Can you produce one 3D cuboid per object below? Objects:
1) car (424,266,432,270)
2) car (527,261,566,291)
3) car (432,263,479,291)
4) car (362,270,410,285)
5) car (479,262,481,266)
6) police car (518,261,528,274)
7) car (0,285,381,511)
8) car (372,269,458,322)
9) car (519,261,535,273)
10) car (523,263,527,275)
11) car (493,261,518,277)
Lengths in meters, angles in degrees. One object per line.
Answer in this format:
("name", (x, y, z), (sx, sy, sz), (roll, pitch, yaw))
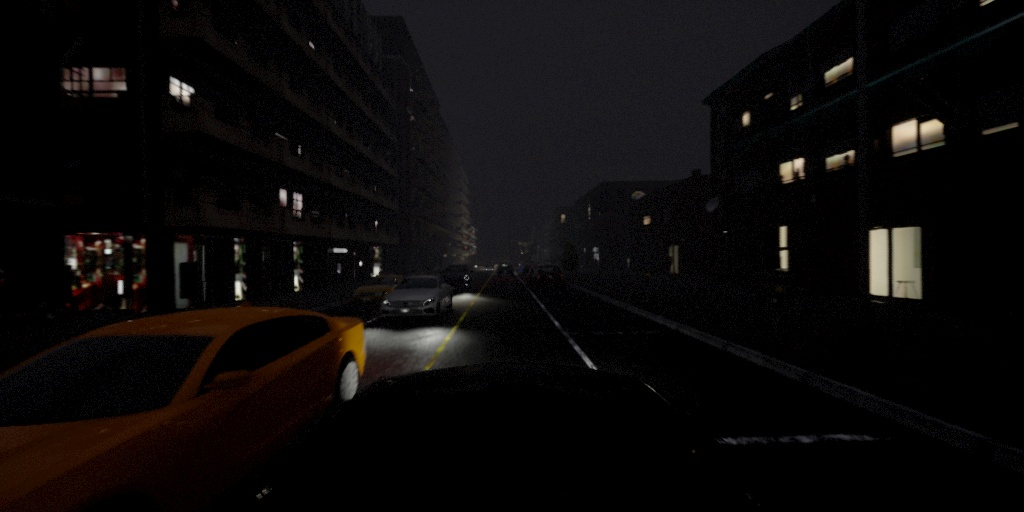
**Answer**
("car", (-6.152, 1.559, 23.064), (2.007, 1.370, 4.403), (0, 0, -1))
("car", (2.268, 1.298, 23.238), (1.967, 1.591, 4.097), (0, 0, -1))
("car", (-3.552, 1.316, 23.408), (2.097, 1.767, 4.553), (-1, 0, -1))
("car", (-6.067, 1.492, 17.217), (1.751, 1.417, 4.829), (0, 0, -1))
("car", (-7.072, 1.866, 62.794), (2.007, 1.370, 4.403), (0, 0, -1))
("police car", (2.195, 1.432, 43.589), (1.930, 1.638, 5.238), (-1, 0, -1))
("car", (-3.088, 1.292, 3.382), (1.882, 1.535, 5.008), (-1, 0, -1))
("car", (-3.321, 1.414, 13.306), (1.812, 1.442, 4.674), (-1, 0, -1))
("car", (2.038, 1.538, 50.478), (1.882, 1.535, 5.008), (-1, 0, -1))
("car", (2.112, 1.484, 28.911), (1.802, 1.307, 4.207), (0, 0, -1))
("car", (-0.766, 1.530, 40.610), (2.128, 1.511, 4.902), (-1, 0, -1))
